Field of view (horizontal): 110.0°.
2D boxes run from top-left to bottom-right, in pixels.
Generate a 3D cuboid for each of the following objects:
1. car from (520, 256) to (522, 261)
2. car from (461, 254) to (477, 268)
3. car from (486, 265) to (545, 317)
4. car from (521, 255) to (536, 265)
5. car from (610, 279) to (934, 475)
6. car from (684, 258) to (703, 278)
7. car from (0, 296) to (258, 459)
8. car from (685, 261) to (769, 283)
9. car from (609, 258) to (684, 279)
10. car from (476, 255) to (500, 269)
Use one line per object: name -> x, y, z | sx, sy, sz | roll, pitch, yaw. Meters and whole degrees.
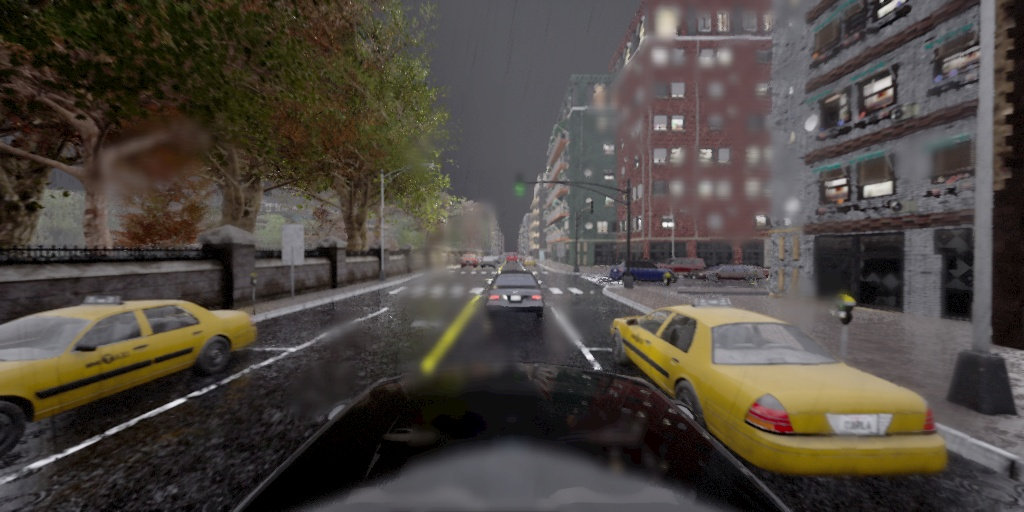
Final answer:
car -> 2.695, 0.797, 59.558 | 1.888, 1.381, 4.507 | 0, 0, 0
car -> -5.687, 0.657, 48.489 | 2.192, 1.841, 5.009 | 0, 0, 0
car -> 0.100, 1.201, 12.573 | 2.033, 1.411, 5.357 | 0, 0, 0
car -> 2.694, 0.822, 54.193 | 1.751, 1.417, 4.829 | 0, 0, 0
car -> 2.691, 1.247, 5.095 | 1.751, 1.417, 4.829 | 0, 0, 0
car -> 14.600, 1.071, 31.905 | 5.009, 1.841, 2.192 | 0, 0, 0
car -> -5.689, 1.247, 4.754 | 1.751, 1.417, 4.829 | 0, 0, 0
car -> 17.550, 1.390, 29.315 | 5.357, 1.411, 2.033 | 1, 1, 0
car -> 9.519, 1.088, 25.971 | 4.553, 1.767, 2.097 | 1, 1, -7
car -> -3.082, 0.901, 47.216 | 2.033, 1.411, 5.357 | 0, 0, 0
